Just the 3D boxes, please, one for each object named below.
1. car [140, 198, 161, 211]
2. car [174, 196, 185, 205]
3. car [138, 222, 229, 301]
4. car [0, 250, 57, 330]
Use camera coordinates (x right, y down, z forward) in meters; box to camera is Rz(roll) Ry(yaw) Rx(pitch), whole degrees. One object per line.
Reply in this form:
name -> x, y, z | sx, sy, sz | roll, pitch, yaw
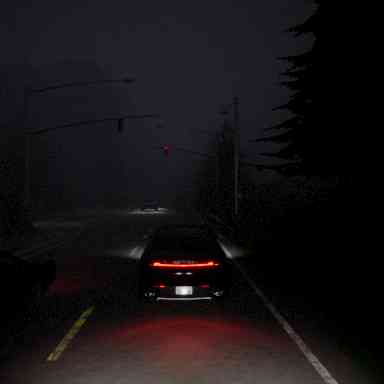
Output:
car -> -5.137, 1.526, 40.655 | 1.812, 1.442, 4.674 | 0, 0, -3
car -> -2.240, 1.477, 60.605 | 1.882, 1.535, 5.008 | 0, 0, -3
car -> -0.218, 1.505, 8.343 | 1.837, 1.490, 4.892 | 0, 0, -2
car -> -3.685, 1.601, 4.655 | 1.895, 1.301, 4.718 | 0, 0, -1
